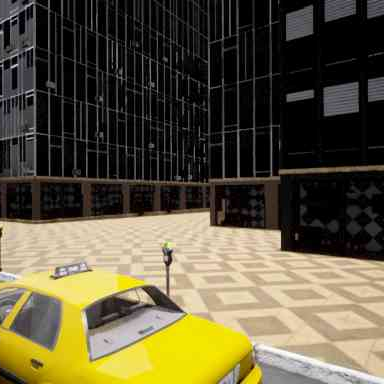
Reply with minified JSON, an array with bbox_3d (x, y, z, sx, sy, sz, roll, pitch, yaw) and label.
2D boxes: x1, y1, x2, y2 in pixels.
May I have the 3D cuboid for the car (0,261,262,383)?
[{"bbox_3d":[-1.618,1.526,4.021,4.829,1.417,1.752,0,0,35],"label":"car"}]
